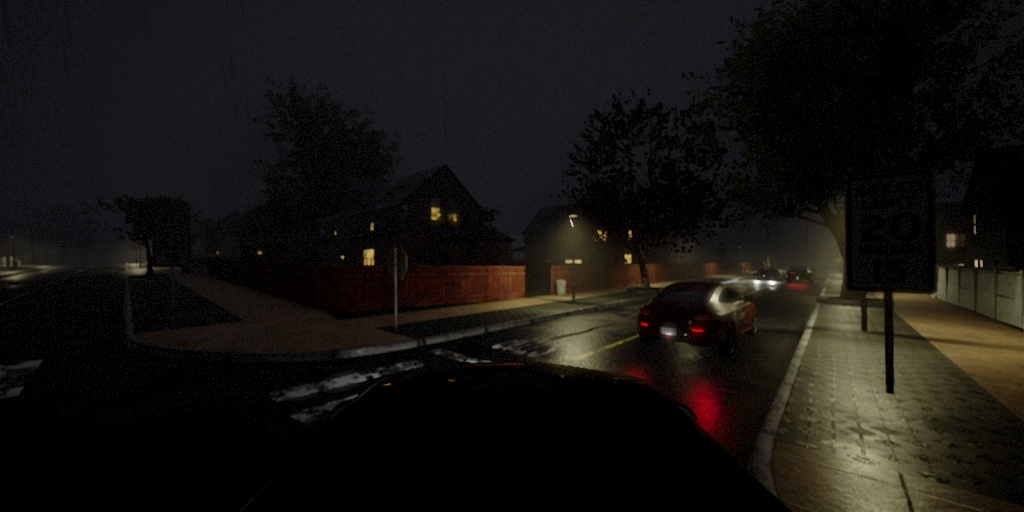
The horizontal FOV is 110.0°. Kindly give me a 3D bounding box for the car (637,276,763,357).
[{"bbox_3d":[4.661,1.355,8.845,1.812,1.442,4.674,-1,-1,42],"label":"car"}]

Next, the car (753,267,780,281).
[{"bbox_3d":[26.191,1.801,36.833,1.994,1.385,4.181,-1,-1,42],"label":"car"}]

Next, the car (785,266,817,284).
[{"bbox_3d":[26.445,1.684,32.916,1.837,1.490,4.892,-1,-1,43],"label":"car"}]
